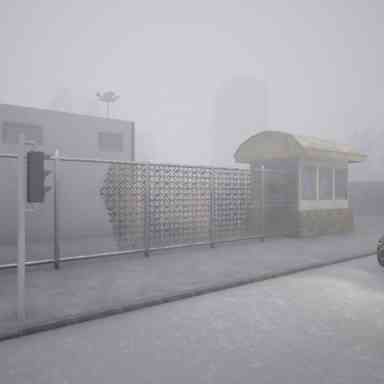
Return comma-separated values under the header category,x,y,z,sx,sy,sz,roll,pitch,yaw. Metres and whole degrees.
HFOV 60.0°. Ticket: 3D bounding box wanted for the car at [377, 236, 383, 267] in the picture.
category,x,y,z,sx,sy,sz,roll,pitch,yaw
car,7.585,1.489,10.208,5.008,1.535,1.882,0,0,-36
